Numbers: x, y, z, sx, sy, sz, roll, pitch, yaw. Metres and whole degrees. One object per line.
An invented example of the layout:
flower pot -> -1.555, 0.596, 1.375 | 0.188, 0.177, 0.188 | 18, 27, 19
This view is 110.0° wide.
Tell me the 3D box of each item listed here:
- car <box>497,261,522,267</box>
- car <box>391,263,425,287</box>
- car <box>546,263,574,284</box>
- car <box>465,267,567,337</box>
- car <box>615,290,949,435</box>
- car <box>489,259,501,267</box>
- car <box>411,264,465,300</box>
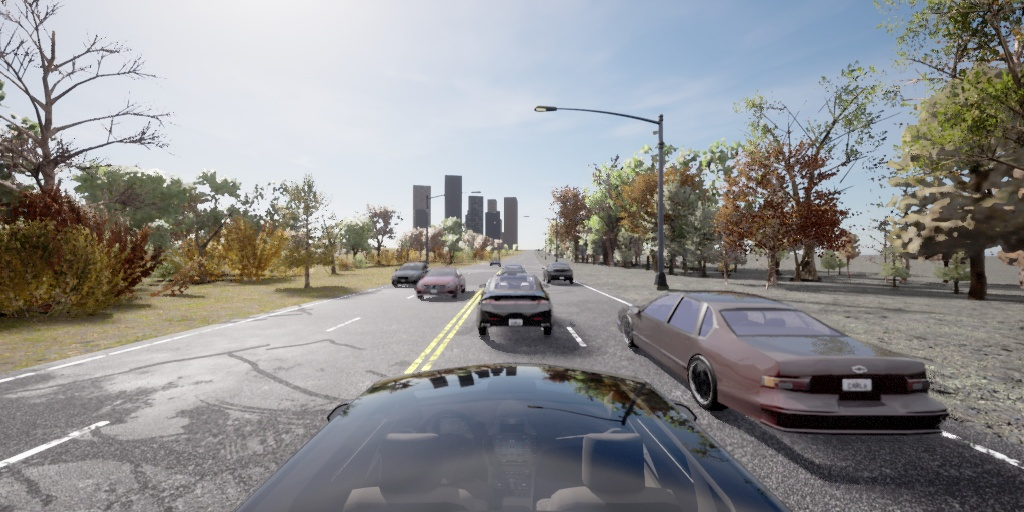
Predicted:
car -> 0.113, 1.292, 27.131 | 1.994, 1.385, 4.181 | 0, 0, 0
car -> -6.611, 1.239, 24.224 | 1.837, 1.490, 4.892 | 0, 0, 0
car -> 3.362, 1.227, 26.698 | 1.837, 1.490, 4.892 | -1, 0, 0
car -> 0.068, 1.241, 10.308 | 2.128, 1.511, 4.902 | 0, 0, 0
car -> 3.345, 1.281, 5.994 | 2.033, 1.411, 5.357 | 0, 0, 0
car -> -2.695, 1.154, 59.937 | 1.895, 1.301, 4.718 | 0, 0, 2
car -> -3.386, 1.268, 17.900 | 1.812, 1.442, 4.674 | 0, 0, 0
